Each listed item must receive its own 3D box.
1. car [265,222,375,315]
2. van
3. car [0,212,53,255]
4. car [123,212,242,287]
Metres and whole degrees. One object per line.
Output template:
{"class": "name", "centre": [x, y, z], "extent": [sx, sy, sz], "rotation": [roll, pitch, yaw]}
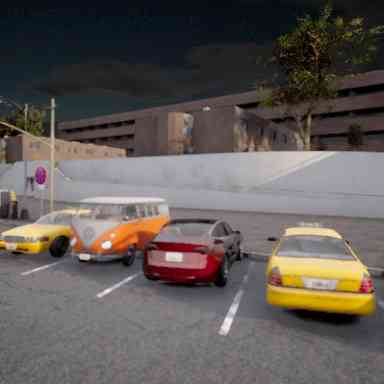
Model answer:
{"class": "car", "centre": [2.707, 1.459, 7.758], "extent": [1.946, 1.575, 5.366], "rotation": [1, 0, 15]}
{"class": "van", "centre": [-2.230, 1.153, 10.912], "extent": [1.878, 1.987, 4.442], "rotation": [1, 0, 15]}
{"class": "car", "centre": [-4.686, 1.334, 12.570], "extent": [1.946, 1.575, 5.366], "rotation": [1, 0, 15]}
{"class": "car", "centre": [0.231, 1.450, 9.331], "extent": [2.163, 1.488, 4.792], "rotation": [1, 0, 15]}
